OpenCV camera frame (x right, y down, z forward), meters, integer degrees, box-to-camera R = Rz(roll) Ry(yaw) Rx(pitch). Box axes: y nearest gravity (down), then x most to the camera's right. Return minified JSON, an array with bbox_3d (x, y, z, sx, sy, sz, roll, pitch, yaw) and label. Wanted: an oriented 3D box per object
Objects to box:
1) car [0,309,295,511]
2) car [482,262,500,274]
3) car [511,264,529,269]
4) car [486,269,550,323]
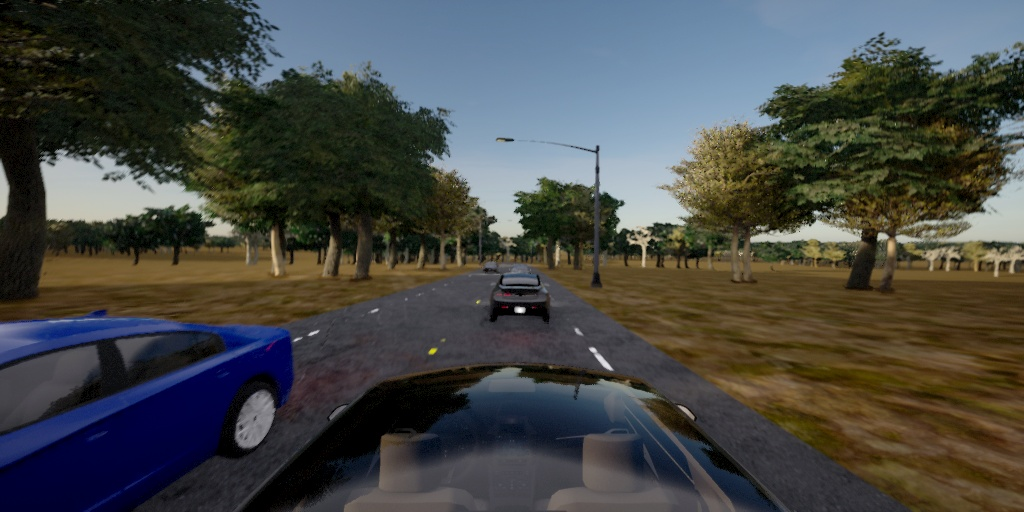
[{"bbox_3d":[-3.556,1.222,2.243,1.882,1.535,5.008,0,0,0],"label":"car"},{"bbox_3d":[-2.667,1.486,46.153,1.837,1.490,4.892,1,-1,2],"label":"car"},{"bbox_3d":[0.703,1.446,31.470,2.033,1.411,5.357,2,0,1],"label":"car"},{"bbox_3d":[0.277,1.332,12.542,1.837,1.490,4.892,1,-1,1],"label":"car"}]
